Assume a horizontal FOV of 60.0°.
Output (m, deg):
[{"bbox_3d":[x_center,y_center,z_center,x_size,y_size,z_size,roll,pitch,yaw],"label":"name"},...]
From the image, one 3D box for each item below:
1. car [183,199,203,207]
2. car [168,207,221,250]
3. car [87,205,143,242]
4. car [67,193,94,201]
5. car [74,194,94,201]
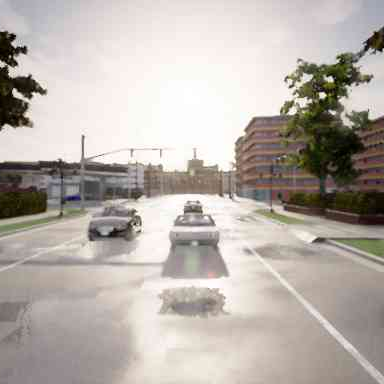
[{"bbox_3d":[0.110,1.415,31.793,2.033,1.411,5.357,0,0,0],"label":"car"},{"bbox_3d":[0.096,1.542,14.020,1.895,1.301,4.718,0,0,0],"label":"car"},{"bbox_3d":[-3.569,1.425,16.121,2.128,1.511,4.902,0,0,0],"label":"car"},{"bbox_3d":[-23.291,1.012,68.364,4.611,1.667,2.242,0,0,1],"label":"car"},{"bbox_3d":[-24.006,1.149,74.116,3.806,1.475,1.970,0,0,1],"label":"car"}]
